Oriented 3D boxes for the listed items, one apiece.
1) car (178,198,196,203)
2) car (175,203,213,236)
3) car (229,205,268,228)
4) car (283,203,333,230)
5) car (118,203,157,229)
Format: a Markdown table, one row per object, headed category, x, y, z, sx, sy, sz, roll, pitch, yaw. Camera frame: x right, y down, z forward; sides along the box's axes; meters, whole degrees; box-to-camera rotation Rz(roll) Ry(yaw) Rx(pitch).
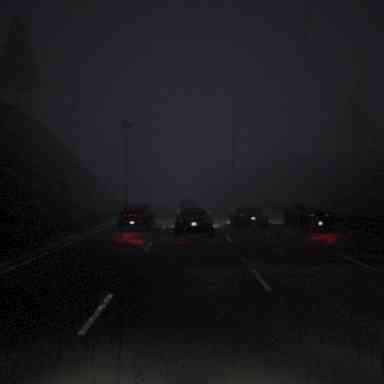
| category | x | y | z | sx | sy | sz | roll | pitch | yaw |
| --- | --- | --- | --- | --- | --- | --- | --- | --- | --- |
| car | -0.502 | 1.403 | 38.059 | 2.128 | 1.511 | 4.902 | 0 | 0 | -5 |
| car | 0.094 | 1.522 | 18.112 | 1.994 | 1.385 | 4.181 | 0 | 0 | 0 |
| car | 3.591 | 1.514 | 21.541 | 1.994 | 1.385 | 4.181 | 0 | 0 | 0 |
| car | 7.093 | 1.457 | 20.783 | 1.837 | 1.490 | 4.892 | 0 | 0 | 0 |
| car | -3.407 | 1.457 | 21.278 | 1.837 | 1.490 | 4.892 | 0 | 1 | 0 |
